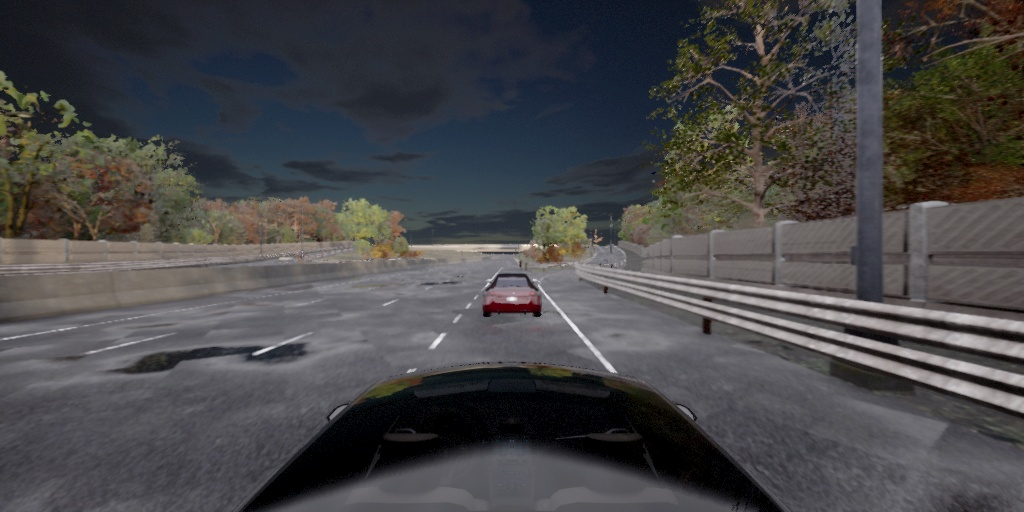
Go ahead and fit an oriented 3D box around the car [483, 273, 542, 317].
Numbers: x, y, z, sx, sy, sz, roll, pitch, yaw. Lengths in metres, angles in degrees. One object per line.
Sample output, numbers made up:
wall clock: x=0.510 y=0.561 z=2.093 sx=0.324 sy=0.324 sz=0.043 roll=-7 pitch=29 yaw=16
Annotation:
car: x=0.007 y=1.326 z=13.314 sx=1.994 sy=1.385 sz=4.181 roll=0 pitch=0 yaw=0
